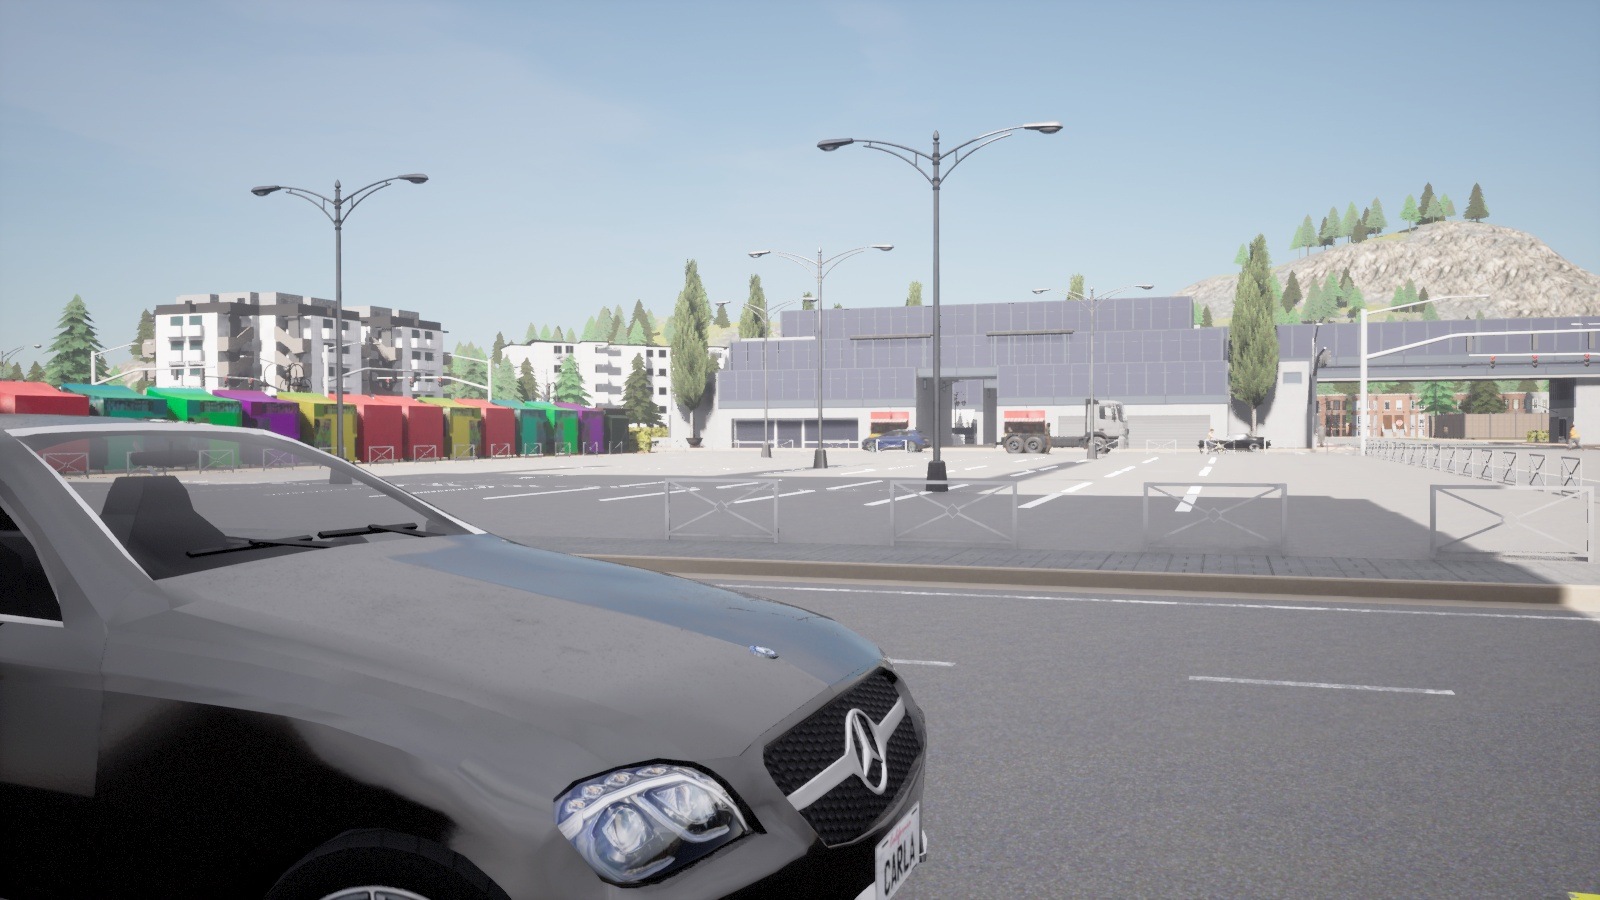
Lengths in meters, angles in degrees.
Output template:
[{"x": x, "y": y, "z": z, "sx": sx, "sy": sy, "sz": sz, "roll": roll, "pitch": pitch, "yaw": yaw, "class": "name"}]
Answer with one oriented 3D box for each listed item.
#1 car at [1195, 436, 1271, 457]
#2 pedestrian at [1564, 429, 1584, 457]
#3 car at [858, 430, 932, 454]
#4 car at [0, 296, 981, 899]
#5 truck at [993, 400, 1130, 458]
[{"x": 29.016, "y": -0.256, "z": 84.161, "sx": 4.718, "sy": 1.301, "sz": 1.895, "roll": 1, "pitch": 1, "yaw": 20, "class": "car"}, {"x": 50.575, "y": -0.457, "z": 82.070, "sx": 0.900, "sy": 1.855, "sz": 0.874, "roll": 1, "pitch": 1, "yaw": 18, "class": "pedestrian"}, {"x": 6.705, "y": -0.583, "z": 88.681, "sx": 4.856, "sy": 1.649, "sz": 2.033, "roll": 1, "pitch": 1, "yaw": 20, "class": "car"}, {"x": -2.137, "y": 0.535, "z": 3.909, "sx": 5.027, "sy": 1.651, "sz": 2.152, "roll": 1, "pitch": 1, "yaw": 19, "class": "car"}, {"x": 16.181, "y": -1.283, "z": 77.662, "sx": 7.936, "sy": 3.462, "sz": 2.891, "roll": 1, "pitch": 1, "yaw": 20, "class": "truck"}]
